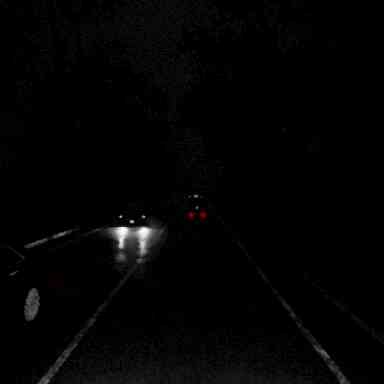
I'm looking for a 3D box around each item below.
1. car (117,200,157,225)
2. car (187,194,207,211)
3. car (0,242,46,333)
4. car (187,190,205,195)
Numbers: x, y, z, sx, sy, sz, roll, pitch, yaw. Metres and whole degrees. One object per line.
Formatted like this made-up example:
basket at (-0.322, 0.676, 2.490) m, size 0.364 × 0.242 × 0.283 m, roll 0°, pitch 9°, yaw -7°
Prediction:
car at (-3.351, 1.255, 21.428) m, size 2.033 × 1.411 × 5.357 m, roll 0°, pitch 1°, yaw 1°
car at (0.491, 1.166, 33.536) m, size 1.895 × 1.301 × 4.718 m, roll 0°, pitch 1°, yaw 1°
car at (-3.565, 1.458, 4.121) m, size 1.837 × 1.490 × 4.892 m, roll 0°, pitch 1°, yaw 1°
car at (0.543, 0.734, 44.854) m, size 2.150 × 2.045 × 5.566 m, roll 0°, pitch 0°, yaw 1°
